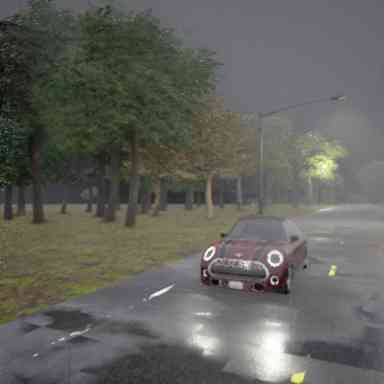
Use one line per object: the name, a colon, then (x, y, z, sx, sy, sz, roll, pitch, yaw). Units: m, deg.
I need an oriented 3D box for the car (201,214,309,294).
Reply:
car: (1.970, 1.497, 9.393, 2.097, 1.767, 4.553, -1, -1, 26)
